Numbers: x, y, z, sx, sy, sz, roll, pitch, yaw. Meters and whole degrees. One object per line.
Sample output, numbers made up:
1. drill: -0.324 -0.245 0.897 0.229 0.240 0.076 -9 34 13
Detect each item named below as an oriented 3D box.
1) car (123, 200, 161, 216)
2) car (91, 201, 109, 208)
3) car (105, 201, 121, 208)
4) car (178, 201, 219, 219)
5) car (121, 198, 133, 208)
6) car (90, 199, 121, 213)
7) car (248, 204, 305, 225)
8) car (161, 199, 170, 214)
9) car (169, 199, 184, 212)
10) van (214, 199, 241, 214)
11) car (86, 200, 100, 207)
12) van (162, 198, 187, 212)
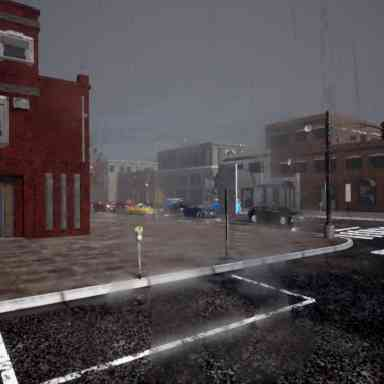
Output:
1. car: -5.968 2.048 39.208 1.752 1.417 4.829 -2 0 -36
2. car: -18.193 2.442 65.760 1.994 1.385 4.181 -1 0 -36
3. car: -15.973 2.433 67.092 1.802 1.307 4.206 -2 0 -36
4. car: 0.773 1.950 34.340 1.994 1.385 4.181 -1 0 -35
5. car: -12.646 2.085 62.519 2.192 1.841 5.009 -2 0 -36
6. car: -12.744 2.001 48.490 2.192 1.841 5.009 -2 0 -36
7. car: 6.594 1.750 26.338 1.837 1.490 4.892 -1 0 -36
8. car: -5.156 2.034 42.468 1.837 1.490 4.892 -1 0 -36
9. car: -1.573 1.953 42.967 1.882 1.535 5.008 -1 0 -36
10. van: 4.029 1.707 39.657 1.690 1.788 3.998 -2 0 -36
11. car: -22.643 2.595 76.237 1.802 1.307 4.206 -2 0 -36
12. van: -2.640 1.868 48.801 1.690 1.788 3.998 -2 0 -36
